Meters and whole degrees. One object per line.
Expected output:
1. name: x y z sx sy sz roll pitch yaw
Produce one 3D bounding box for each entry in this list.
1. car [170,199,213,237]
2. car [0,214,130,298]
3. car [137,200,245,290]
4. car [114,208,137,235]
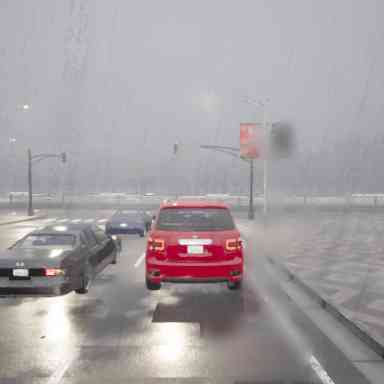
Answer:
1. car: -0.037 1.336 18.766 2.097 1.767 4.553 0 0 0
2. car: -3.204 1.540 8.683 2.033 1.411 5.357 0 0 -1
3. car: 0.038 1.213 9.175 2.150 2.045 5.566 0 0 -1
4. car: -3.279 1.548 17.866 1.994 1.385 4.181 0 0 0
